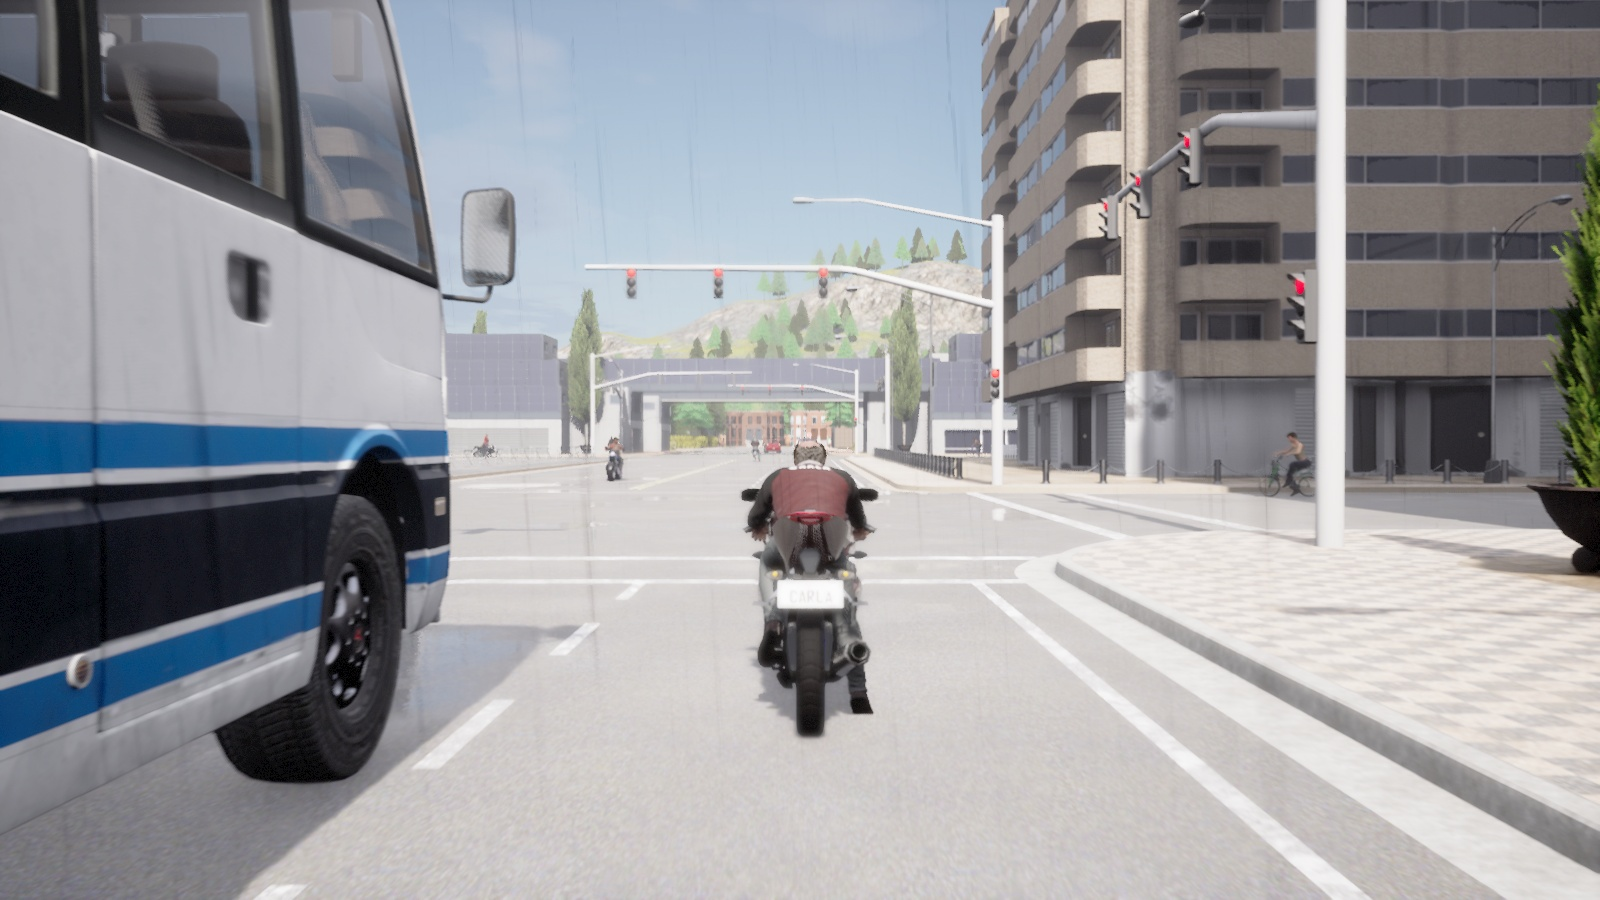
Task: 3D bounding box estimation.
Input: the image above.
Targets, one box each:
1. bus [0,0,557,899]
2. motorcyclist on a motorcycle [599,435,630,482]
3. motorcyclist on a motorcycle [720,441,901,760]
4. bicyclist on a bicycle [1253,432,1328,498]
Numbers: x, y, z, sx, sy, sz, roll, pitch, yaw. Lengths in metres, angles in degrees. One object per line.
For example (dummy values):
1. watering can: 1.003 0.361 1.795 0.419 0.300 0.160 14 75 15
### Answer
1. bus: -3.470 -0.655 2.452 3.944 4.253 10.273 0 1 0
2. motorcyclist on a motorcycle: -6.727 0.292 45.563 0.766 1.649 2.350 0 1 0
3. motorcyclist on a motorcycle: 0.056 0.718 7.133 0.866 1.530 2.191 0 1 0
4. bicyclist on a bicycle: 12.104 0.365 31.015 1.509 1.612 0.866 0 1 0
